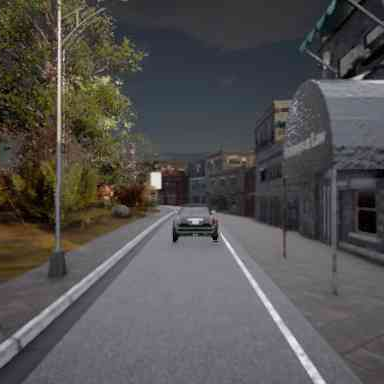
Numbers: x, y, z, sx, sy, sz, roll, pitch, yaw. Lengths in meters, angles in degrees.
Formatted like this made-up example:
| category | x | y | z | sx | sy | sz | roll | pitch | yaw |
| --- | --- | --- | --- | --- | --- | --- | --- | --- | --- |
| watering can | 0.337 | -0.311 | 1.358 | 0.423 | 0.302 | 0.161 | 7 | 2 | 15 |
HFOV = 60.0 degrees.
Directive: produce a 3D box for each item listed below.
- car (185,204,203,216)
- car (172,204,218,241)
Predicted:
| category | x | y | z | sx | sy | sz | roll | pitch | yaw |
| --- | --- | --- | --- | --- | --- | --- | --- | --- | --- |
| car | 0.217 | 1.992 | 38.064 | 1.895 | 1.301 | 4.718 | 0 | -2 | 0 |
| car | 0.149 | 1.359 | 16.777 | 2.097 | 1.767 | 4.553 | 0 | 0 | 0 |
